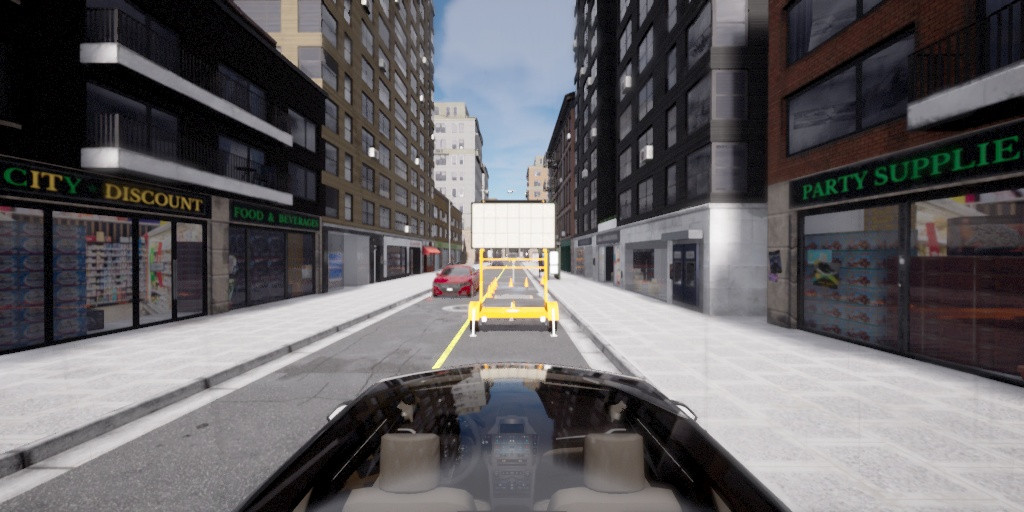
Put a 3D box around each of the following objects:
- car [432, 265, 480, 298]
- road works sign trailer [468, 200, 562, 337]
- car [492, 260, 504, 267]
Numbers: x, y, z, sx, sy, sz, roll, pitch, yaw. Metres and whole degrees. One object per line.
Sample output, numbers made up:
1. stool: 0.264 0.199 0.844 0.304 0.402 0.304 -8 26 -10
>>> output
1. car: -2.767 1.215 18.510 1.882 1.535 5.008 0 0 0
2. road works sign trailer: 0.044 0.209 10.272 2.380 3.560 2.880 0 0 0
3. car: -2.516 1.241 63.494 1.994 1.385 4.181 0 0 1
